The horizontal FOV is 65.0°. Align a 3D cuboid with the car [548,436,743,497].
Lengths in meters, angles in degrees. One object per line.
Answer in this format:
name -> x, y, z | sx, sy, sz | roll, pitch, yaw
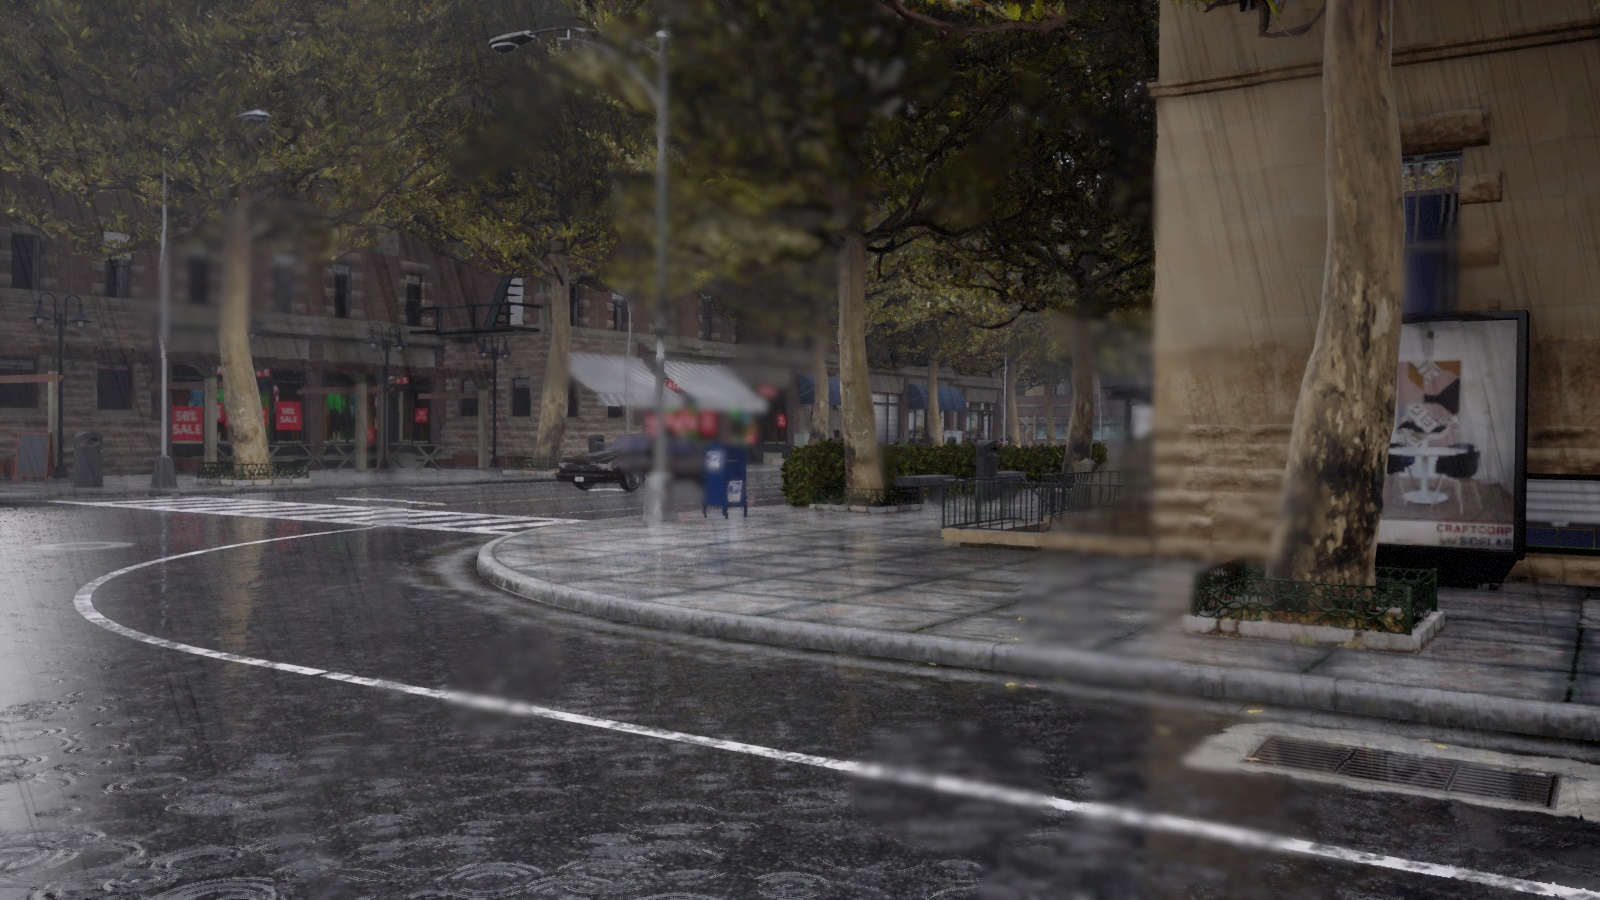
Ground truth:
car -> -3.879, 0.368, 32.640 | 2.033, 1.411, 5.357 | 0, 1, 33
